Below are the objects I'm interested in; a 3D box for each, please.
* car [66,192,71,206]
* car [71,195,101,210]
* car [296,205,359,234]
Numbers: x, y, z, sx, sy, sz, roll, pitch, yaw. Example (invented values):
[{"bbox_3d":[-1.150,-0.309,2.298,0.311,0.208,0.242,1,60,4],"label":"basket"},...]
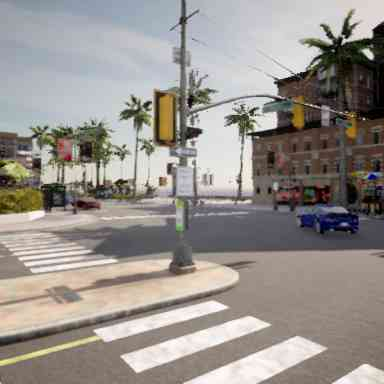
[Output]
[{"bbox_3d":[-18.726,1.017,48.312,2.150,2.045,5.566,0,0,-36],"label":"car"},{"bbox_3d":[-12.445,1.322,39.698,1.882,1.535,5.008,0,0,-36],"label":"car"},{"bbox_3d":[7.564,1.455,19.055,1.882,1.535,5.008,1,0,-1],"label":"car"}]
